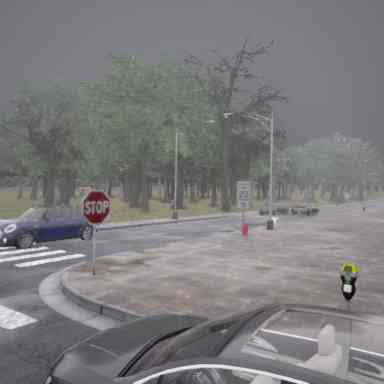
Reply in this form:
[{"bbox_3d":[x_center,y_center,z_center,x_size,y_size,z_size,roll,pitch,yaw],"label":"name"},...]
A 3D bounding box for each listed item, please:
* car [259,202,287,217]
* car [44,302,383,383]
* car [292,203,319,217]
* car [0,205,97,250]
[{"bbox_3d":[9.043,1.856,36.805,1.837,1.490,4.892,2,0,36],"label":"car"},{"bbox_3d":[0.671,1.551,2.312,4.403,1.369,2.008,0,1,36],"label":"car"},{"bbox_3d":[12.634,1.936,36.775,2.128,1.511,4.902,2,0,36],"label":"car"},{"bbox_3d":[-6.620,1.413,14.944,2.097,1.767,4.553,2,0,36],"label":"car"}]
